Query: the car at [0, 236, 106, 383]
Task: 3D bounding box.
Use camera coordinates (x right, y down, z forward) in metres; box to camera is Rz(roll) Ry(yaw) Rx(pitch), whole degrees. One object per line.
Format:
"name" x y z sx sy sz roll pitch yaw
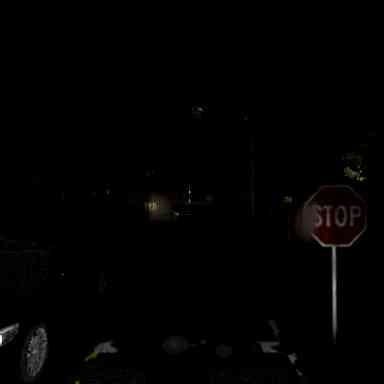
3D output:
"car" -2.745 1.529 5.526 1.812 1.442 4.674 0 0 0

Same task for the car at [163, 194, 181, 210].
"car" -2.725 1.362 45.694 2.150 2.045 5.566 0 0 0
